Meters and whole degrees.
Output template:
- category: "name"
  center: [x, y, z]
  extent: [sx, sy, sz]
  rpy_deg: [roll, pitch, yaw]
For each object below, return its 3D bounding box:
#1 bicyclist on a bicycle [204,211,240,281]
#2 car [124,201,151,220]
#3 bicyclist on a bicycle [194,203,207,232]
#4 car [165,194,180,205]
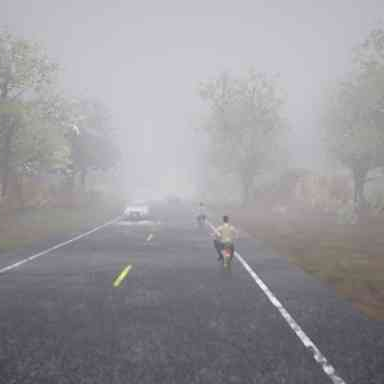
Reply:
- category: "bicyclist on a bicycle"
  center: [0.878, 1.412, 8.823]
  extent: [0.866, 1.612, 1.509]
  rpy_deg: [0, 0, -1]
- category: "car"
  center: [-4.392, 1.449, 27.184]
  extent: [1.812, 1.442, 4.674]
  rpy_deg: [0, 0, -3]
- category: "bicyclist on a bicycle"
  center: [0.542, 1.385, 18.518]
  extent: [0.866, 1.612, 1.509]
  rpy_deg: [0, 0, -2]
- category: "car"
  center: [-2.998, 1.280, 55.791]
  extent: [2.128, 1.511, 4.902]
  rpy_deg: [0, 0, -6]
